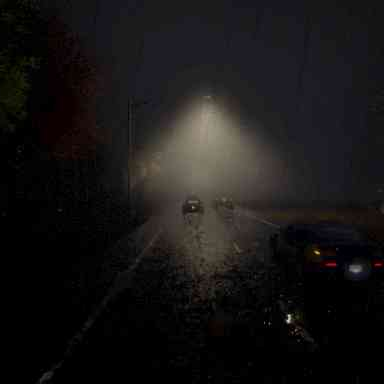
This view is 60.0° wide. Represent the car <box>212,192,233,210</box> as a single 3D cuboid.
[{"bbox_3d":[3.620,1.009,40.047,2.150,2.045,5.566,0,1,0],"label":"car"}]

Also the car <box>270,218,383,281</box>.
[{"bbox_3d":[3.580,1.477,9.543,1.812,1.442,4.674,0,0,0],"label":"car"}]

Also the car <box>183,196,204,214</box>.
[{"bbox_3d":[0.116,1.392,32.832,1.994,1.385,4.181,0,0,0],"label":"car"}]

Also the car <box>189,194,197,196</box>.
[{"bbox_3d":[0.128,1.190,57.538,1.837,1.490,4.892,0,0,0],"label":"car"}]
